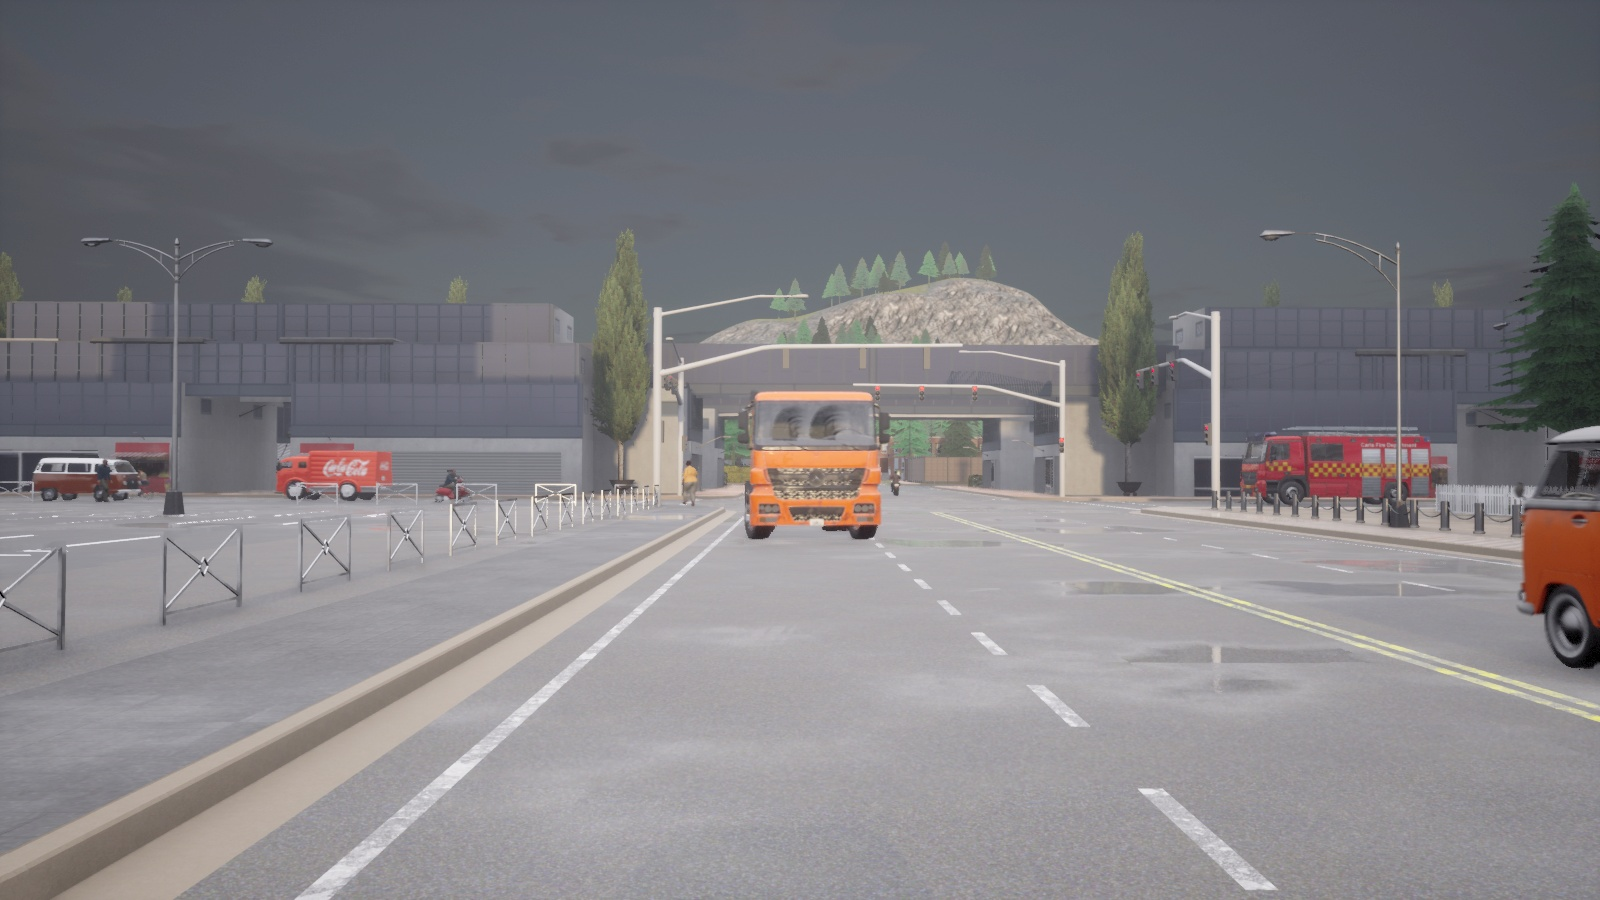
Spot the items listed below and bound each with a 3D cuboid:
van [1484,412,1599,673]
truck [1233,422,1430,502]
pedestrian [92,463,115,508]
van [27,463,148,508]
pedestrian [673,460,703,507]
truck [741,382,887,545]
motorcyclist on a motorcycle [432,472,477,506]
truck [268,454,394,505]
[{"bbox_3d":[6.979,0.689,8.940,1.775,1.987,4.442,0,-1,0],"label":"van"},{"bbox_3d":[26.093,0.583,61.934,8.468,3.827,2.891,0,-1,0],"label":"truck"},{"bbox_3d":[-28.318,1.442,51.058,0.726,1.842,0.402,0,-1,13],"label":"pedestrian"},{"bbox_3d":[-33.290,1.656,58.764,4.480,2.038,2.069,0,-1,1],"label":"van"},{"bbox_3d":[-4.408,1.319,49.488,0.874,1.855,0.900,0,-1,-32],"label":"pedestrian"},{"bbox_3d":[0.116,0.350,30.929,2.891,3.462,7.936,0,-1,-4],"label":"truck"},{"bbox_3d":[-16.039,1.809,58.320,1.817,1.590,0.866,0,-1,1],"label":"motorcyclist on a motorcycle"},{"bbox_3d":[-23.108,1.459,61.997,5.204,2.467,2.627,0,-1,1],"label":"truck"}]
